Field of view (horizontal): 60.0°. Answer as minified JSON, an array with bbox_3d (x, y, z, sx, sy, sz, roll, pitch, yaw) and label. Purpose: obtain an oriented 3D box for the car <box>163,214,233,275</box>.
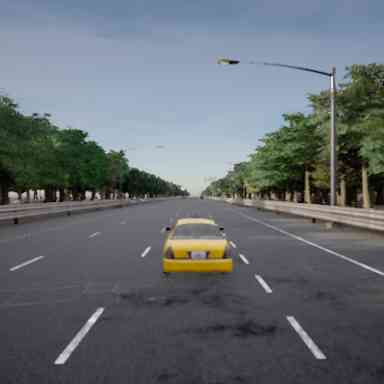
[{"bbox_3d":[0.099,1.469,10.427,1.801,1.575,5.366,0,0,-1],"label":"car"}]
